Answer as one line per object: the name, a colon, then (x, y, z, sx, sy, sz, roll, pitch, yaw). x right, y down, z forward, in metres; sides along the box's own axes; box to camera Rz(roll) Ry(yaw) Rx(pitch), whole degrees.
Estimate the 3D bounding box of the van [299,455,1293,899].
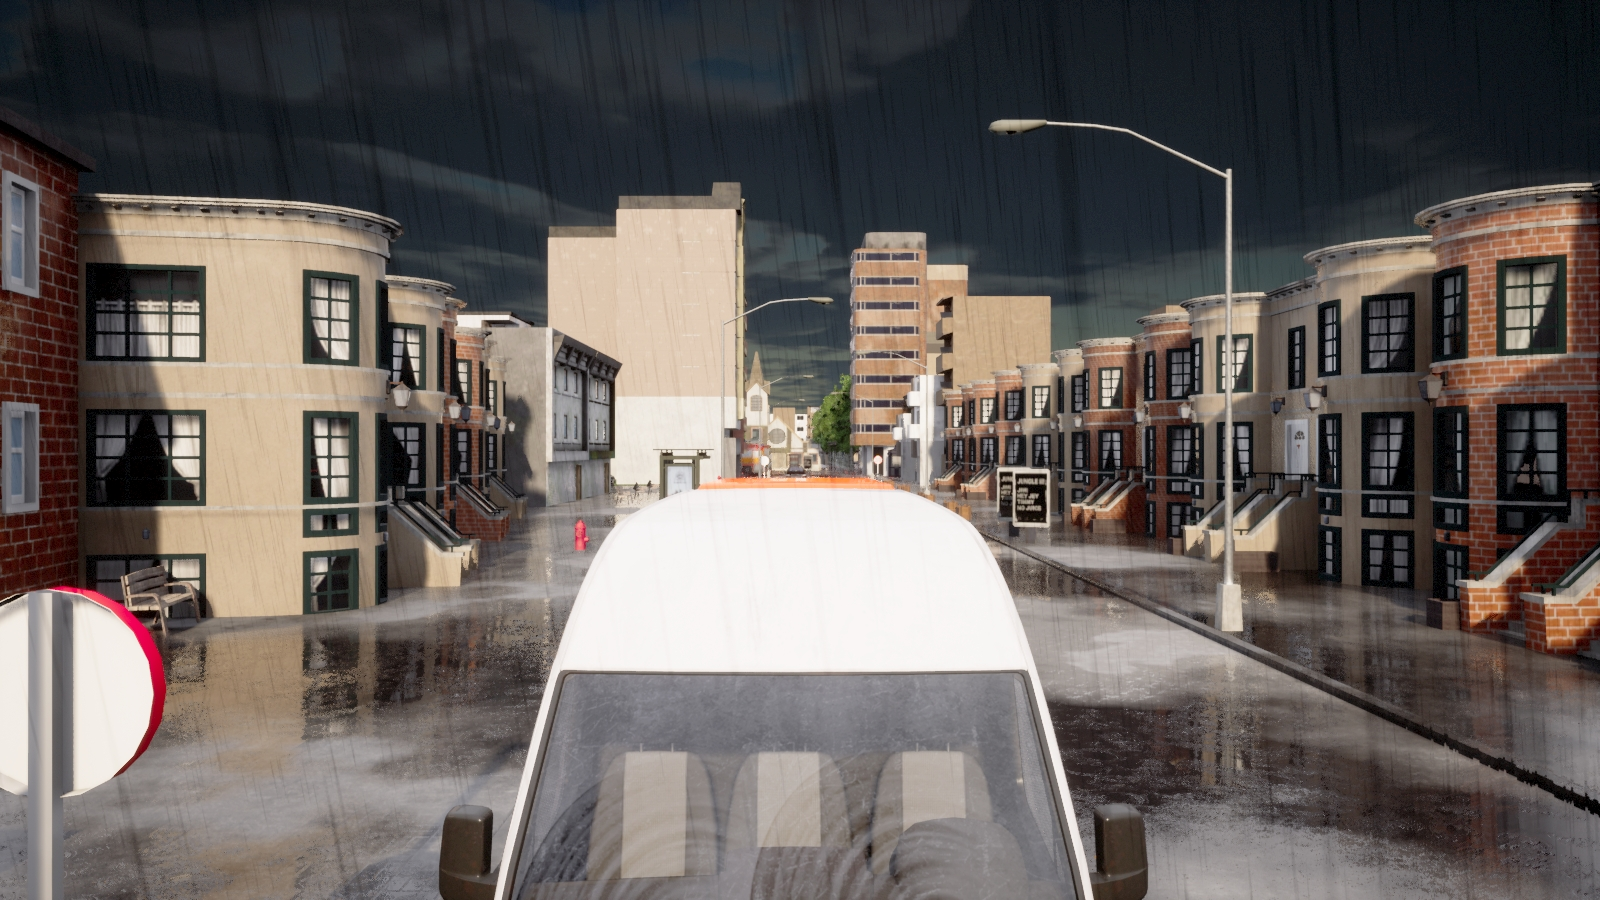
van: (-0.019, 1.314, 5.243, 1.988, 2.561, 5.915, 0, 0, 0)
